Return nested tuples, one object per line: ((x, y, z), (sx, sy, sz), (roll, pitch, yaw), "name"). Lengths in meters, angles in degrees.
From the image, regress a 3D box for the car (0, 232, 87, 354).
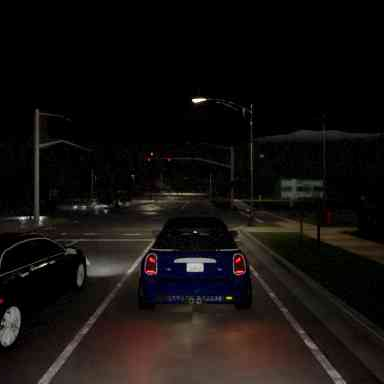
((-3.442, 1.505, 6.092), (1.837, 1.490, 4.892), (0, 0, 0), "car")

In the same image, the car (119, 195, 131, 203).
((-14.191, 1.490, 70.590), (1.837, 1.490, 4.892), (0, 0, 1), "car")

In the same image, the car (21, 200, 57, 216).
((-14.871, 1.525, 32.648), (1.812, 1.442, 4.674), (0, 0, 1), "car")

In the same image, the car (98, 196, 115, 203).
((-17.716, 1.523, 69.001), (2.128, 1.511, 4.902), (0, 0, 1), "car")

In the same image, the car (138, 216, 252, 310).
((0.068, 1.352, 7.997), (2.097, 1.767, 4.553), (0, 0, 0), "car")

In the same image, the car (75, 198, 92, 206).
((-18.000, 1.601, 55.809), (1.895, 1.301, 4.718), (0, 0, 1), "car")

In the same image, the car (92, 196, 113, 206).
((-14.509, 1.500, 55.232), (1.837, 1.490, 4.892), (0, 1, 1), "car")
